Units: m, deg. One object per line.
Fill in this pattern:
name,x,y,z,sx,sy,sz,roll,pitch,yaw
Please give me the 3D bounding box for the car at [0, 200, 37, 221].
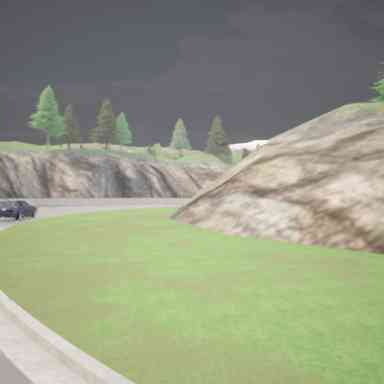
car,-15.236,1.469,28.923,2.097,1.767,4.553,0,0,-5
